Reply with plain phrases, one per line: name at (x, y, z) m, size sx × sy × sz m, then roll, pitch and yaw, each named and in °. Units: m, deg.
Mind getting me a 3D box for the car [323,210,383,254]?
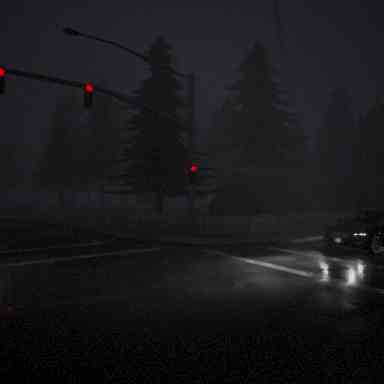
car at (7.357, 1.505, 13.581) m, size 4.902 × 1.511 × 2.128 m, roll 0°, pitch 0°, yaw -35°
